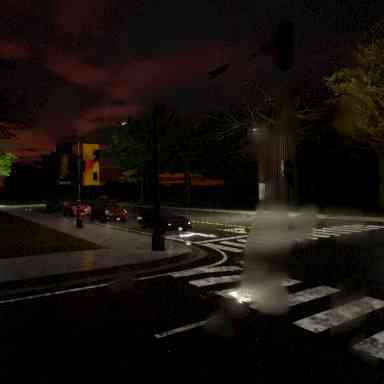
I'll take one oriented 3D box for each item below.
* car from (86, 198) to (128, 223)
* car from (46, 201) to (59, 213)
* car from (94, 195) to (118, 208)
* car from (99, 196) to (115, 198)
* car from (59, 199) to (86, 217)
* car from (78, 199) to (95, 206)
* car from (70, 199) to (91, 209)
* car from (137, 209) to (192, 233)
[{"bbox_3d":[-7.493,1.716,29.806,2.097,1.767,4.553,-1,0,-35],"label":"car"},{"bbox_3d":[-18.865,2.034,46.126,1.882,1.535,5.008,-1,0,-35],"label":"car"},{"bbox_3d":[-15.055,1.651,57.922,2.150,2.045,5.566,-1,0,-35],"label":"car"},{"bbox_3d":[-13.810,1.781,50.379,2.097,1.767,4.553,-1,0,-35],"label":"car"},{"bbox_3d":[-13.105,1.811,37.824,2.097,1.767,4.553,-1,0,-35],"label":"car"},{"bbox_3d":[-21.175,2.098,66.666,1.994,1.385,4.181,-1,0,-35],"label":"car"},{"bbox_3d":[-19.674,2.077,58.688,2.033,1.411,5.357,-1,0,-35],"label":"car"},{"bbox_3d":[-1.993,1.819,22.056,2.033,1.411,5.357,-1,0,-29],"label":"car"}]
